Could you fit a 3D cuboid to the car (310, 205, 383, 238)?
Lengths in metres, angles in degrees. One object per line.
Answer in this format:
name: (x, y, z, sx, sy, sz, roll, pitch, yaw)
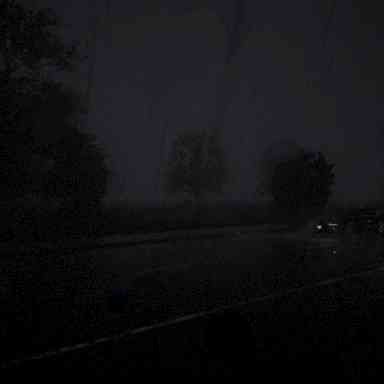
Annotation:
car: (8.356, 1.481, 17.650, 4.892, 1.490, 1.837, 0, 0, -31)
